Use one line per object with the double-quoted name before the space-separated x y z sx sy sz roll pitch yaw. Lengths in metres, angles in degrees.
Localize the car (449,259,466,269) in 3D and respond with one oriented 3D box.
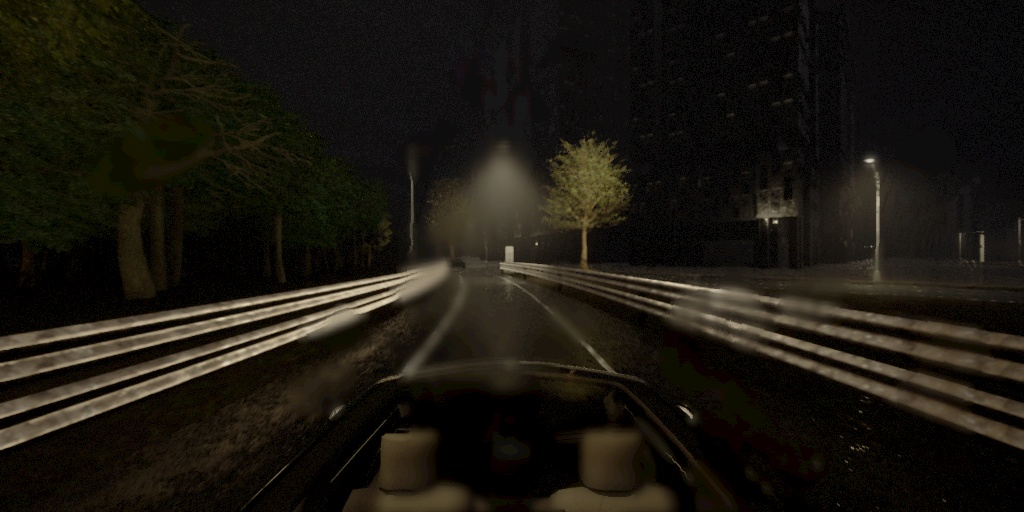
"car" -8.345 1.219 54.635 1.837 1.490 4.892 0 0 -20
